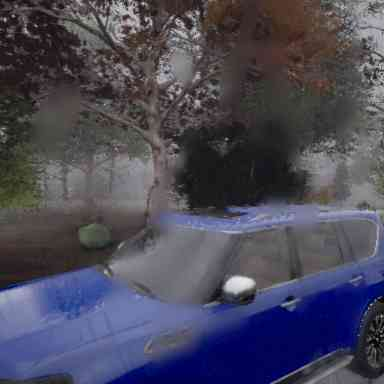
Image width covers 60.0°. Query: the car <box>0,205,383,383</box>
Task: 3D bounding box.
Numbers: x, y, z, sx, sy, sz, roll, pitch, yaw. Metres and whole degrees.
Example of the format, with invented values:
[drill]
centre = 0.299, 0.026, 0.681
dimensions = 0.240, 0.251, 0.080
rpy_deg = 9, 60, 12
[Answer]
[car]
centre = 0.401, 1.222, 3.970
dimensions = 5.566, 2.045, 2.150
rpy_deg = 0, 0, -35
